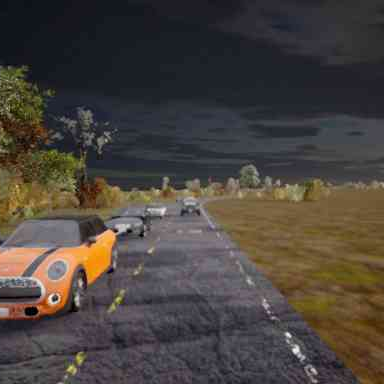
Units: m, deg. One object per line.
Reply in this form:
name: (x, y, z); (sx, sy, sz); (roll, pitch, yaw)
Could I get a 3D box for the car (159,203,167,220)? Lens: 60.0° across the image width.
car: (-3.247, 1.598, 28.144); (1.895, 1.301, 4.718); (0, 0, 0)

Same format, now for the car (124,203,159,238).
car: (-3.215, 1.494, 17.815); (2.128, 1.511, 4.902); (0, 0, 0)

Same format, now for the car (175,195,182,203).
car: (-2.291, 1.471, 68.007); (1.837, 1.490, 4.892); (0, 0, 5)

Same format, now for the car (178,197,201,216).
car: (-0.133, 1.512, 32.585); (1.812, 1.442, 4.674); (0, 0, 0)

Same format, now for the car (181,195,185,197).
car: (-0.197, 1.458, 44.588); (1.882, 1.535, 5.008); (0, 0, 0)

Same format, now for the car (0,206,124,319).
car: (-3.143, 1.359, 7.647); (2.097, 1.767, 4.553); (0, 0, 0)
